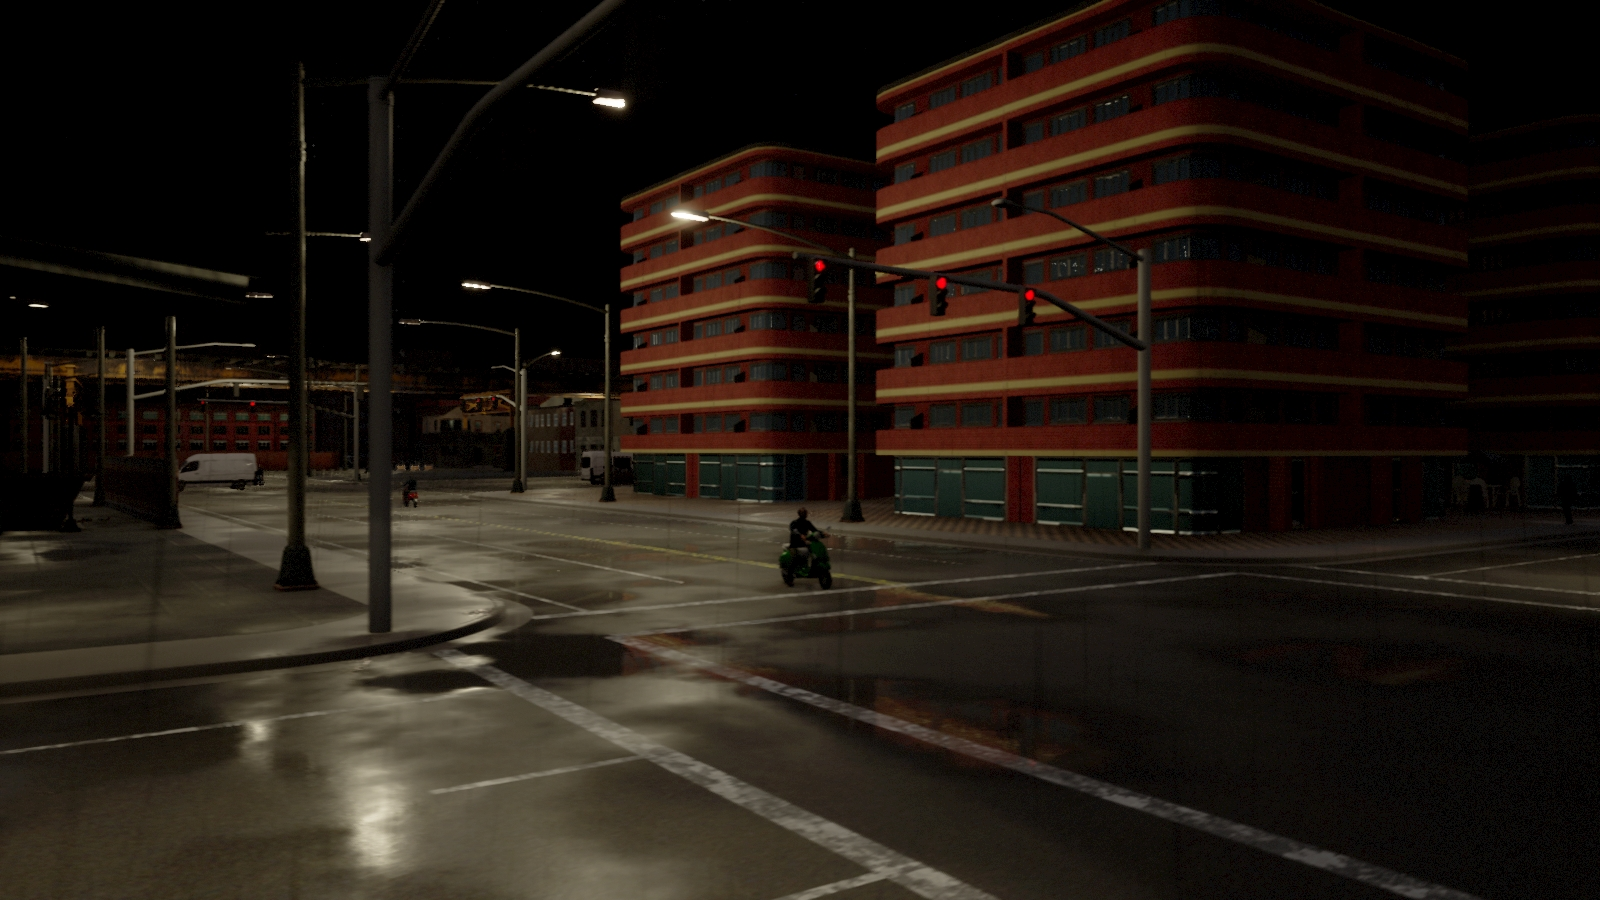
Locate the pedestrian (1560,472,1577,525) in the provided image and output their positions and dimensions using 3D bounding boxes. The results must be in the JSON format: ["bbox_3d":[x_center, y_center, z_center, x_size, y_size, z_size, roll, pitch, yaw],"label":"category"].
[{"bbox_3d":[27.053,1.705,40.221,0.375,1.860,0.375,0,0,-29],"label":"pedestrian"}]
